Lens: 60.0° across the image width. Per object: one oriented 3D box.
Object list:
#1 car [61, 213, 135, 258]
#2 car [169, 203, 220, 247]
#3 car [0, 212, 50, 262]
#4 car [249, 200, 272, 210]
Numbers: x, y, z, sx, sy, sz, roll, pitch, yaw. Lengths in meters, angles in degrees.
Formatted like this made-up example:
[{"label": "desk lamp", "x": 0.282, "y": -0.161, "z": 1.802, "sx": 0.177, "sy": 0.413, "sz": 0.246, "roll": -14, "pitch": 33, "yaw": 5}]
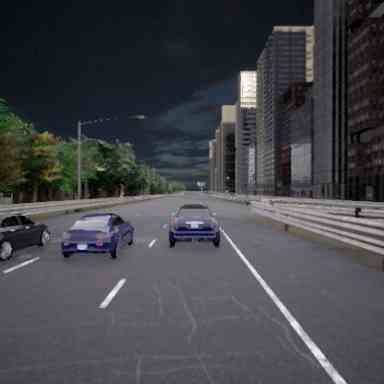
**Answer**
[{"label": "car", "x": -3.400, "y": 1.529, "z": 12.608, "sx": 1.812, "sy": 1.442, "sz": 4.674, "roll": 0, "pitch": 0, "yaw": 0}, {"label": "car", "x": 0.101, "y": 1.357, "z": 15.271, "sx": 2.097, "sy": 1.767, "sz": 4.553, "roll": 0, "pitch": 0, "yaw": 0}, {"label": "car", "x": -6.906, "y": 1.508, "z": 12.141, "sx": 1.837, "sy": 1.490, "sz": 4.892, "roll": 0, "pitch": 0, "yaw": 0}, {"label": "car", "x": 8.766, "y": 1.656, "z": 41.719, "sx": 1.895, "sy": 1.301, "sz": 4.718, "roll": 0, "pitch": 0, "yaw": -12}]
